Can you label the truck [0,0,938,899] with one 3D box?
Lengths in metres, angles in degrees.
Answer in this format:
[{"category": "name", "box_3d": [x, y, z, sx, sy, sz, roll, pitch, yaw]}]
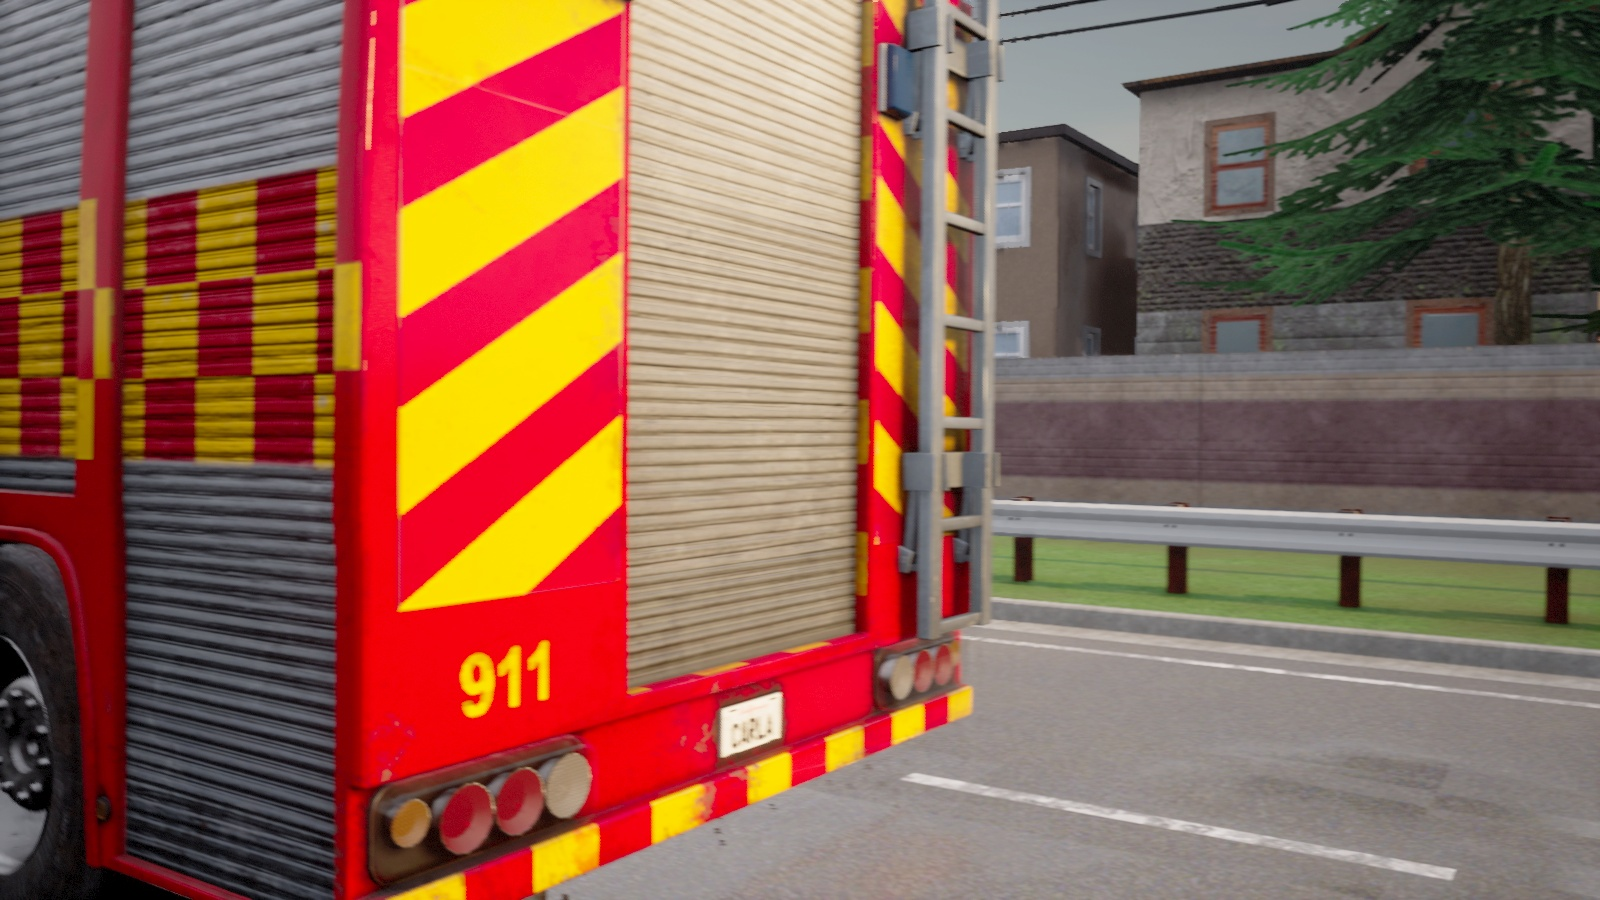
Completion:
[{"category": "truck", "box_3d": [-3.793, -0.483, 6.121, 8.468, 3.827, 2.891, 0, 1, 34]}]
